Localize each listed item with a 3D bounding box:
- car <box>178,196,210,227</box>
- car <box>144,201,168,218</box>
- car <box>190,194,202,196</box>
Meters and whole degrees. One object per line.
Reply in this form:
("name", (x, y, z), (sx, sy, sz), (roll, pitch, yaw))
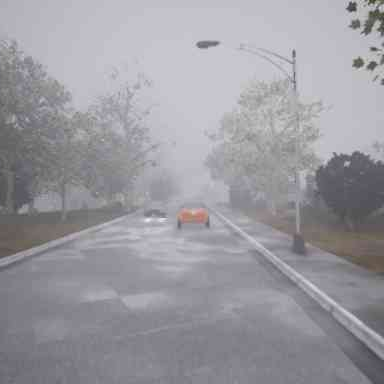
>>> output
("car", (0.108, 1.392, 23.518), (2.097, 1.767, 4.553), (0, 0, 0))
("car", (-3.339, 1.598, 31.547), (2.033, 1.411, 5.357), (0, 0, 0))
("car", (0.118, 1.416, 41.901), (2.097, 1.767, 4.553), (0, 0, 0))
